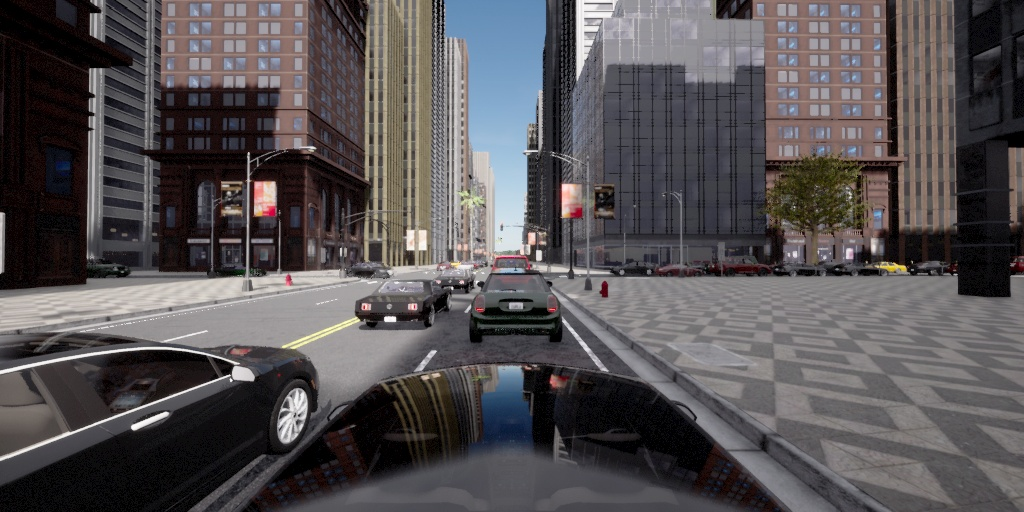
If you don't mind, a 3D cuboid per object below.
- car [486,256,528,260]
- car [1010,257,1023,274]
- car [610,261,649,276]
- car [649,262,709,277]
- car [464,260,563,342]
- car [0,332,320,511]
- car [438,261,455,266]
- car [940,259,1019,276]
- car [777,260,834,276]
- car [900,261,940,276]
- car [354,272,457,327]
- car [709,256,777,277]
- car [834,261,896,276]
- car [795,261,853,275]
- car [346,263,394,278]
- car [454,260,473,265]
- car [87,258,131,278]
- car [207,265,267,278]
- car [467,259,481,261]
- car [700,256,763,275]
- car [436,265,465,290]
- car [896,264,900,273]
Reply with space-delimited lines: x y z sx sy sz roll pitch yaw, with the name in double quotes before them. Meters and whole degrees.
"car" -0.036 1.003 19.417 2.150 2.045 5.566 0 0 0
"car" 49.080 0.973 33.508 5.009 1.841 2.192 0 0 -1
"car" 13.031 1.326 38.652 4.892 1.490 1.837 0 -1 -1
"car" 15.254 1.327 32.915 4.207 1.307 1.802 0 0 -1
"car" 0.081 1.108 9.897 2.097 1.767 4.553 0 0 0
"car" -3.151 1.255 2.224 1.837 1.490 4.892 0 0 0
"car" -9.942 1.503 53.115 1.812 1.442 4.674 0 0 -3
"car" 43.442 1.214 33.409 4.507 1.381 1.888 0 0 -1
"car" 26.529 1.276 33.112 4.313 1.339 1.948 0 0 -1
"car" 42.522 1.228 36.025 4.674 1.442 1.812 0 -1 -1
"car" -3.167 1.361 11.544 1.895 1.301 4.718 0 0 0
"car" 20.892 1.041 33.014 5.009 1.841 2.192 0 0 -1
"car" 32.166 1.260 33.211 4.313 1.339 1.948 0 0 -1
"car" 33.886 1.284 39.011 4.674 1.442 1.812 0 -1 -1
"car" -13.157 1.351 33.314 4.902 1.511 2.128 -1 -1 24
"car" -6.697 1.569 51.860 1.895 1.301 4.718 0 0 0
"car" -40.647 1.232 34.854 5.566 2.045 2.150 -1 -1 0
"car" -26.611 1.545 34.866 4.718 1.301 1.895 0 -1 0
"car" -6.695 1.633 61.024 1.895 1.301 4.718 0 0 0
"car" 23.662 1.008 38.851 5.566 2.045 2.150 0 -1 -2
"car" -3.189 1.387 20.713 1.895 1.301 4.718 0 0 0
"car" 43.129 1.296 41.929 4.829 1.417 1.751 0 0 -1
